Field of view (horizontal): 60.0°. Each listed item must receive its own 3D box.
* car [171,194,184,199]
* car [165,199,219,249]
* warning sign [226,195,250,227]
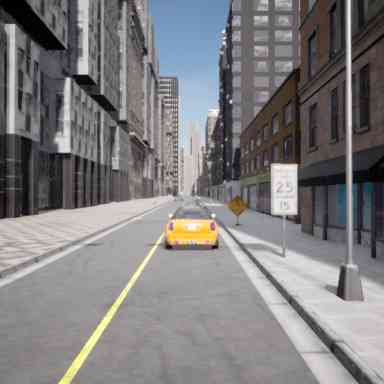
[{"bbox_3d":[-3.000,1.313,76.776,2.097,1.767,4.553,0,0,0],"label":"car"},{"bbox_3d":[0.000,1.366,14.621,2.097,1.767,4.553,0,0,0],"label":"car"},{"bbox_3d":[2.707,1.113,19.721,1.300,1.860,1.060,-1,-1,0],"label":"warning sign"}]
